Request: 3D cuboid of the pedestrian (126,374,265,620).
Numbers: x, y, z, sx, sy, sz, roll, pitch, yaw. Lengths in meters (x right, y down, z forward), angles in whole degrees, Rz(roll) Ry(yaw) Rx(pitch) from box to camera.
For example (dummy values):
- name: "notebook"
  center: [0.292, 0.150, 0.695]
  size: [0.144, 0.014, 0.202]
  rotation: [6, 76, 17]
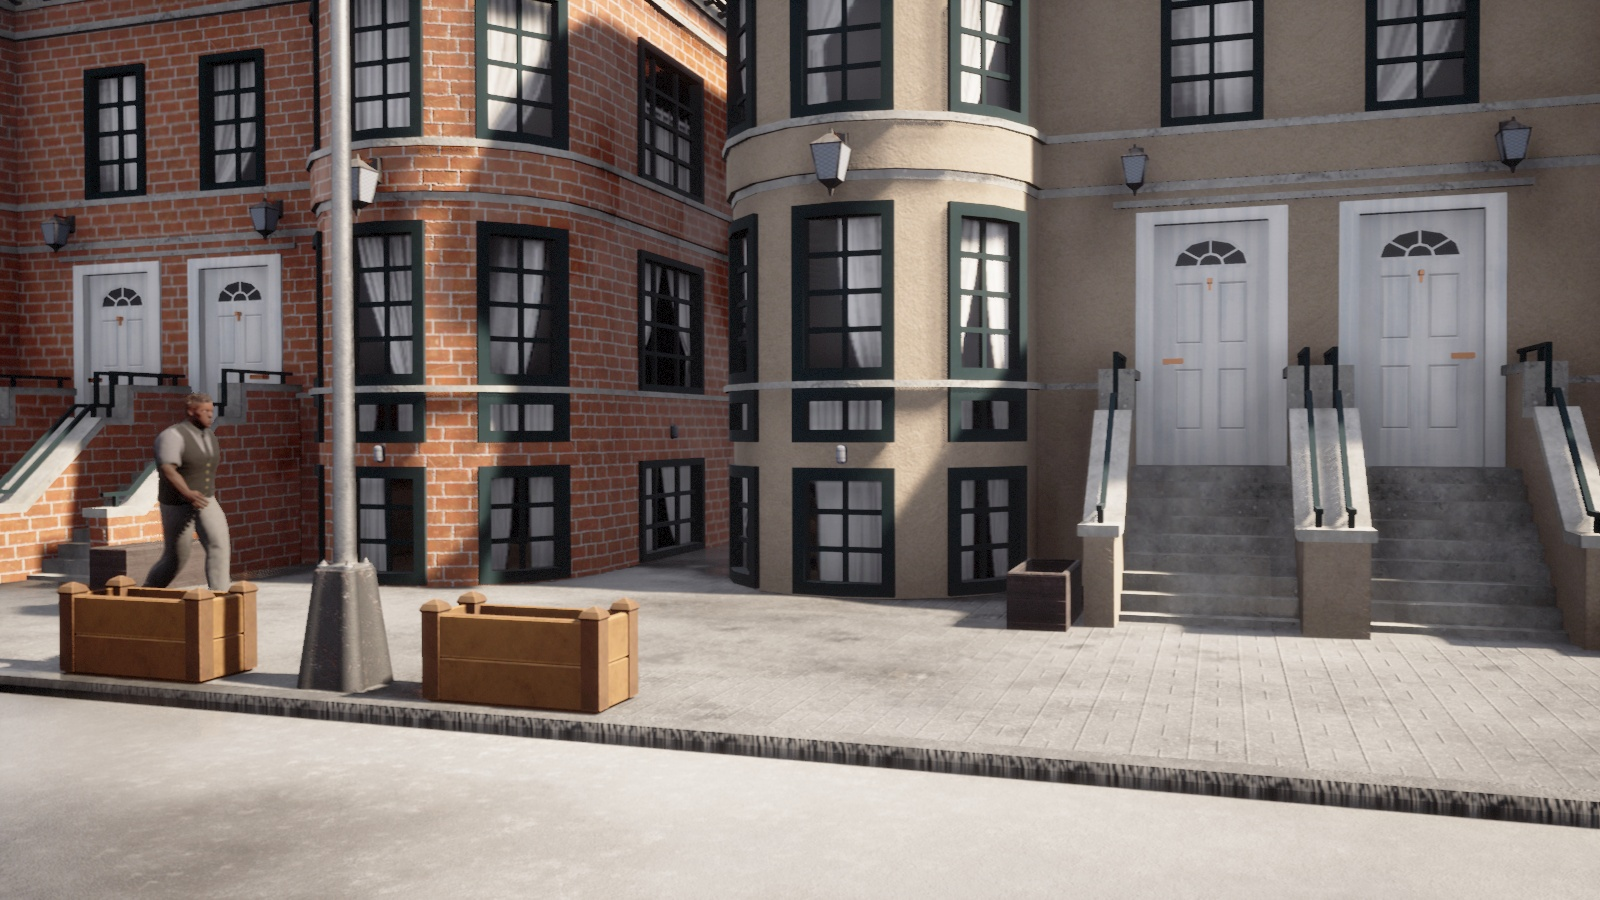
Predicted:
- name: "pedestrian"
  center: [-4.812, 0.352, 10.006]
  size: [0.849, 1.883, 0.563]
  rotation: [1, 1, 21]
